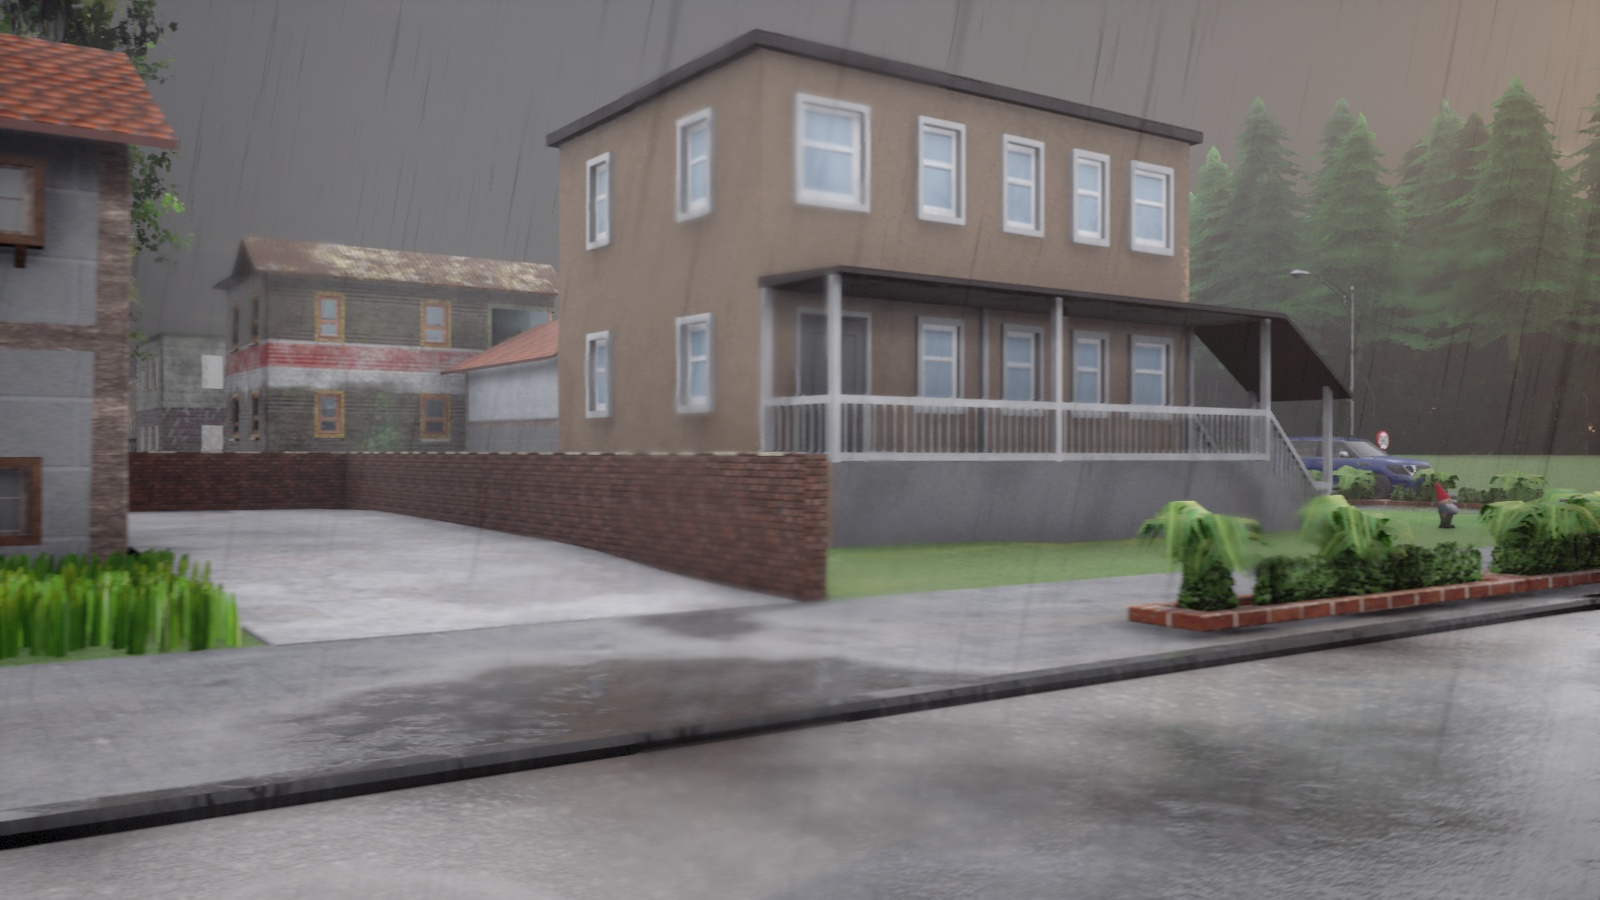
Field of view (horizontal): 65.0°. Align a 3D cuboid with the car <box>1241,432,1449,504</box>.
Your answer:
[{"bbox_3d":[16.618,0.523,38.629,2.150,2.045,5.566,0,0,-35],"label":"car"}]
